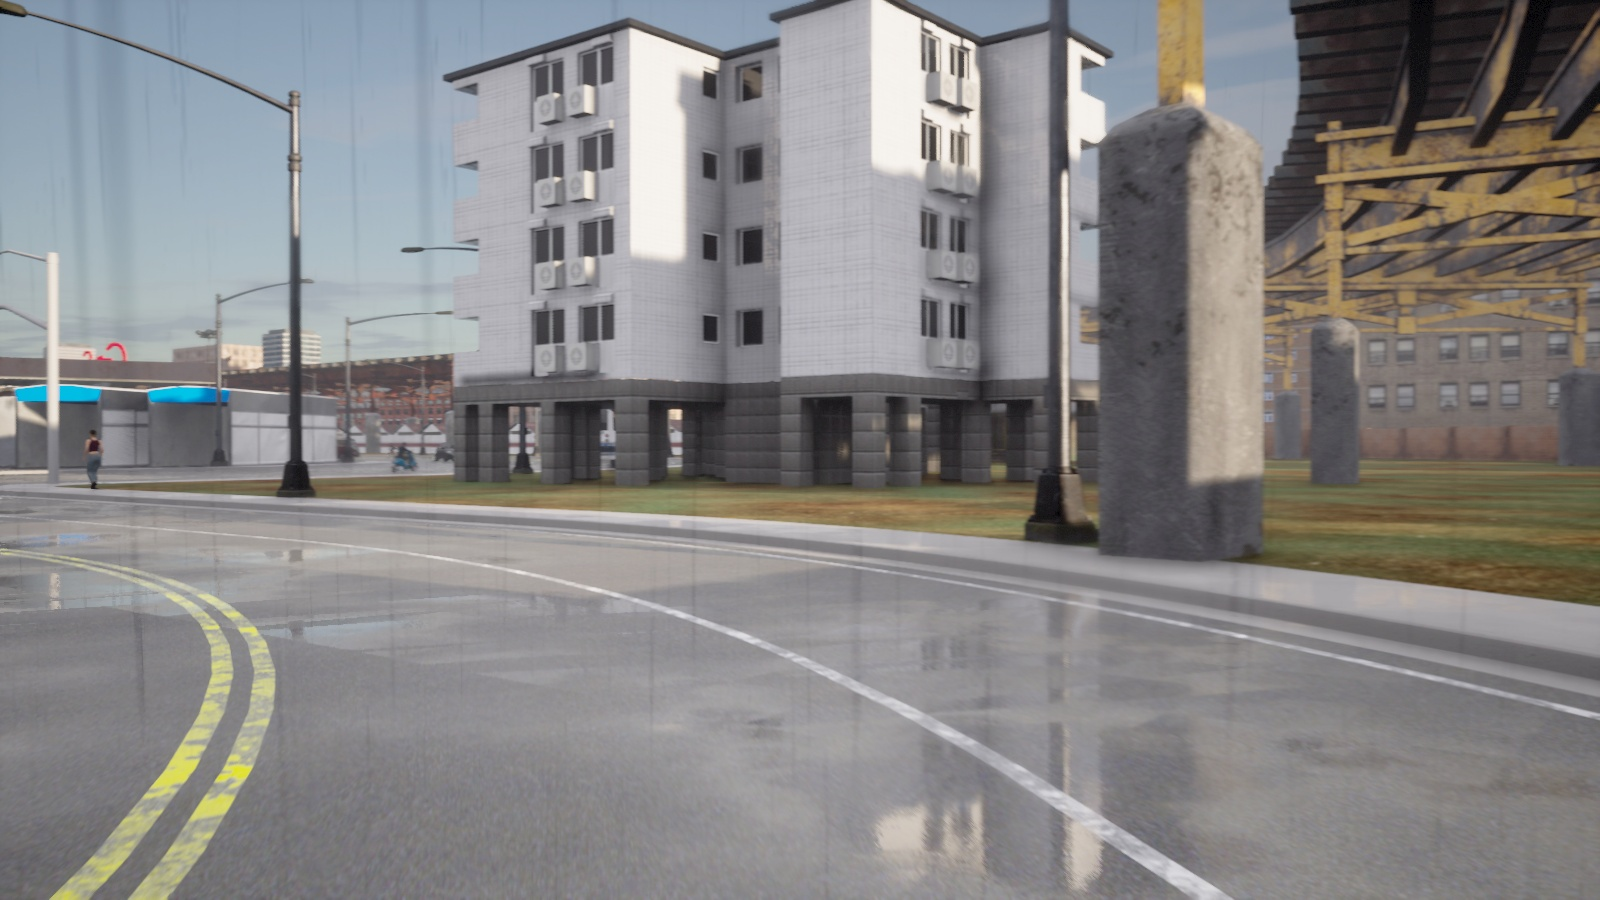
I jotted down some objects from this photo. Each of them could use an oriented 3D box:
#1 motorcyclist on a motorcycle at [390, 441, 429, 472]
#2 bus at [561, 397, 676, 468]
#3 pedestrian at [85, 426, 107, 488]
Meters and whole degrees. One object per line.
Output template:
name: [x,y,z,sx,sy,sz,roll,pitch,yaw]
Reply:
motorcyclist on a motorcycle: [-20.303,0.346,65.275,0.866,1.590,1.817,0,0,29]
bus: [-11.422,-1.076,80.337,3.944,4.253,10.273,0,0,12]
pedestrian: [-20.960,0.209,37.396,0.594,1.836,0.345,0,0,37]
